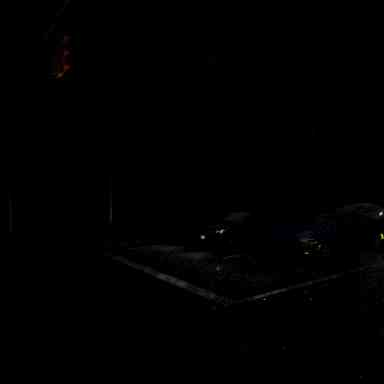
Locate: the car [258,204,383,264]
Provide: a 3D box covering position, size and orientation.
[{"bbox_3d":[4.867,1.403,11.733,5.008,1.535,1.882,0,0,-35],"label":"car"}]

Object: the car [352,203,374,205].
[{"bbox_3d":[9.753,1.387,19.456,4.674,1.442,1.812,-1,0,-35],"label":"car"}]

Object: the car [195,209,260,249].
[{"bbox_3d":[2.322,1.456,14.222,4.674,1.442,1.812,0,0,-35],"label":"car"}]
